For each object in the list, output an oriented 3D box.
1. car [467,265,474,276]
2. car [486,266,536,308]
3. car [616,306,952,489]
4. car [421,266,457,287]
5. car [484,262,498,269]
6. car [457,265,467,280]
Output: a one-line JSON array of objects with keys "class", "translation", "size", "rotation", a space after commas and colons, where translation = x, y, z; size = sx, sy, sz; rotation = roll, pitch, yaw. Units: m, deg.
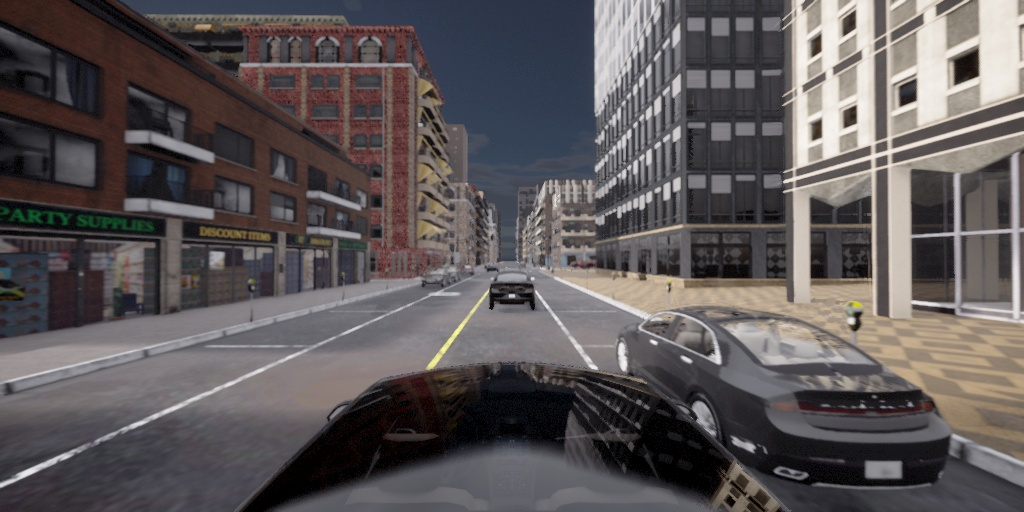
[{"class": "car", "translation": [-5.768, 1.815, 45.924], "size": [1.802, 1.307, 4.207], "rotation": [0, 0, 0]}, {"class": "car", "translation": [0.019, 1.382, 16.082], "size": [1.882, 1.535, 5.008], "rotation": [0, 0, 0]}, {"class": "car", "translation": [2.687, 1.333, 4.772], "size": [2.007, 1.370, 4.403], "rotation": [0, 0, 0]}, {"class": "car", "translation": [-5.707, 1.578, 27.359], "size": [2.007, 1.370, 4.403], "rotation": [0, 0, 0]}, {"class": "car", "translation": [-3.049, 1.954, 56.642], "size": [1.895, 1.301, 4.718], "rotation": [0, -1, 0]}, {"class": "car", "translation": [-5.710, 1.641, 33.007], "size": [2.007, 1.370, 4.403], "rotation": [0, 0, 0]}]
